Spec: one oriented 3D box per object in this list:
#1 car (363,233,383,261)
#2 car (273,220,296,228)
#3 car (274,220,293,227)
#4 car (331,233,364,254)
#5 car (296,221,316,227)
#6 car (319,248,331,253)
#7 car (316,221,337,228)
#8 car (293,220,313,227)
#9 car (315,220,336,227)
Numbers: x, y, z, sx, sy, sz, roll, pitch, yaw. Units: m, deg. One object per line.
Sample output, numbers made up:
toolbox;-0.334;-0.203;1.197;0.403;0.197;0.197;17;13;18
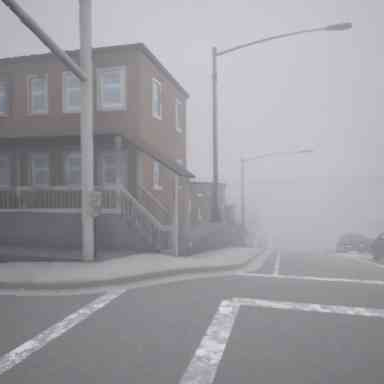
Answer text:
car;8.872;2.320;13.831;1.895;1.301;4.718;0;-8;15
car;22.675;7.925;82.796;2.038;1.542;4.974;-1;1;-32
car;22.646;7.767;82.837;1.853;1.218;4.536;-1;1;-32
car;11.481;3.676;23.742;1.837;1.490;4.892;0;-11;14
car;27.136;7.906;81.642;4.974;1.542;2.038;-1;1;-22
car;13.948;6.439;33.613;1.837;1.490;4.892;-1;-20;14
car;32.528;7.870;81.049;4.974;1.542;2.038;0;1;43
car;27.183;7.748;81.658;4.536;1.218;1.853;-1;1;-22
car;32.489;7.712;81.081;4.536;1.218;1.853;0;1;43
